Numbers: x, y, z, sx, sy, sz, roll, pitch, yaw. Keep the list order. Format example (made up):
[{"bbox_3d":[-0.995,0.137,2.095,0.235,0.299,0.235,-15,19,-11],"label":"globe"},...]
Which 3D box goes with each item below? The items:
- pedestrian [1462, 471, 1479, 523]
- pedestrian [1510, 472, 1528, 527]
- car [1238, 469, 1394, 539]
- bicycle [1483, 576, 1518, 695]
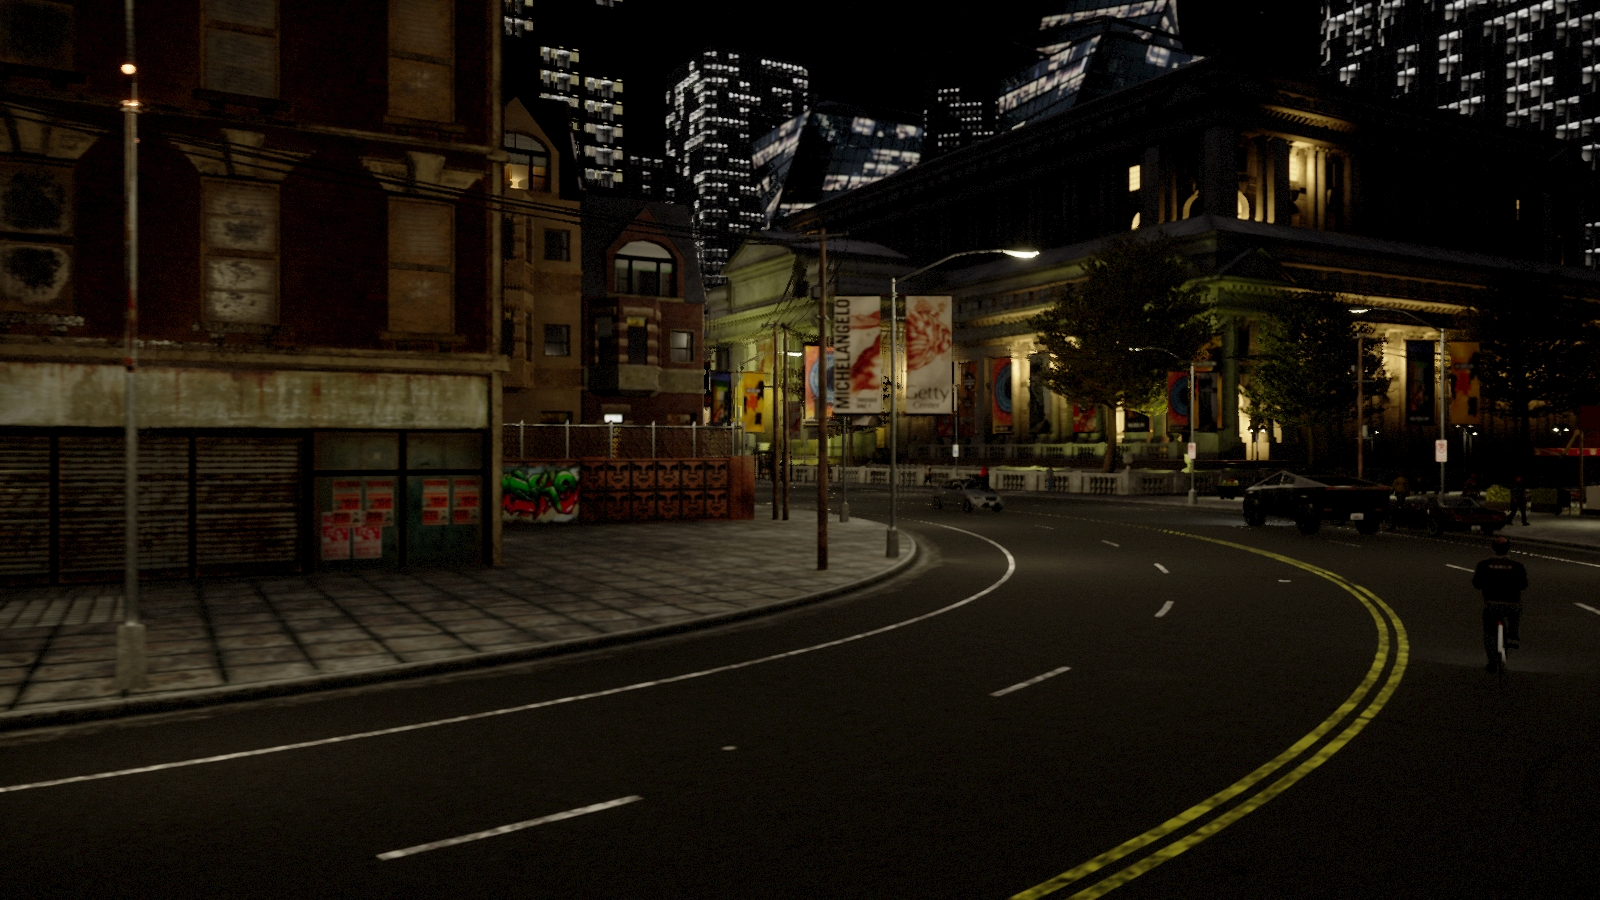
[{"bbox_3d":[24.462,1.704,41.682,0.375,1.860,0.375,0,0,-7],"label":"pedestrian"},{"bbox_3d":[24.862,1.703,39.529,0.375,1.860,0.375,0,0,-7],"label":"pedestrian"},{"bbox_3d":[17.612,1.761,39.448,2.390,2.098,6.274,0,0,-2],"label":"car"},{"bbox_3d":[8.535,2.212,13.897,0.329,1.171,1.835,0,0,32],"label":"bicycle"}]
